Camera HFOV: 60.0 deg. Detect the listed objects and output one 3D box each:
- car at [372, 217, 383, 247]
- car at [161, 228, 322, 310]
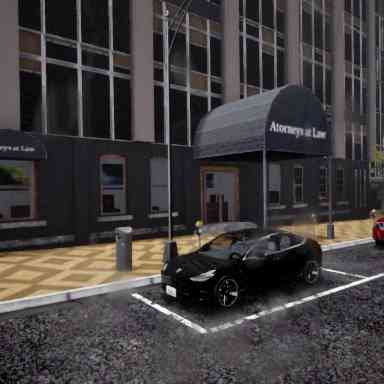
[{"bbox_3d":[9.605,1.310,14.014,5.009,1.841,2.192,0,-1,-37],"label":"car"},{"bbox_3d":[1.329,1.564,7.812,4.313,1.339,1.947,0,-1,-37],"label":"car"}]
